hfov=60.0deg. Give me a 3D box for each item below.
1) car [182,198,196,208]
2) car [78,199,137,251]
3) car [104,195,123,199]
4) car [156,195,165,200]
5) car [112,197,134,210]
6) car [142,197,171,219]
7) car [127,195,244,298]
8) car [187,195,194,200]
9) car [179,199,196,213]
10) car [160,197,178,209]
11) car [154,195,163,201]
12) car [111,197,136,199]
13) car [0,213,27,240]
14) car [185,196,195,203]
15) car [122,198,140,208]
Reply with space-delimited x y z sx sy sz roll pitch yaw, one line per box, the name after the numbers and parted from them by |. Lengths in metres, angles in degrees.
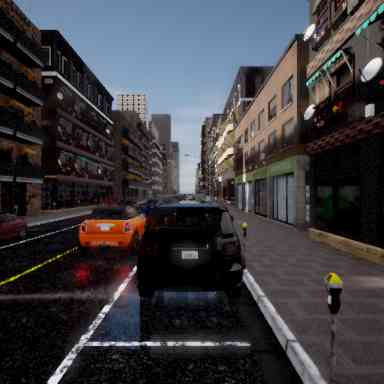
-0.454 1.543 48.426 1.887 1.381 4.507 0 0 0 | car
-3.146 1.352 14.171 2.097 1.767 4.553 0 0 0 | car
-8.833 1.314 37.157 2.192 1.841 5.009 0 0 0 | car
-8.834 1.539 93.519 2.008 1.369 4.403 0 0 0 | car
-8.834 1.439 42.793 1.967 1.590 4.097 0 0 0 | car
-3.055 1.352 29.536 2.097 1.767 4.553 0 0 0 | car
-0.038 1.229 8.679 2.150 2.045 5.566 0 0 0 | car
-0.452 1.513 93.685 1.752 1.417 4.829 0 0 0 | car
-0.454 1.525 37.323 1.752 1.417 4.829 0 0 0 | car
-3.052 1.490 45.905 2.128 1.511 4.902 0 0 0 | car
-8.834 1.541 87.882 2.008 1.369 4.403 0 0 0 | car
-6.239 1.504 32.101 1.837 1.490 4.892 0 0 0 | car
-8.835 1.583 14.612 1.802 1.307 4.206 0 0 0 | car
-0.453 1.545 70.970 2.008 1.369 4.403 0 0 0 | car
-8.834 1.543 48.430 1.887 1.381 4.507 0 0 0 | car
